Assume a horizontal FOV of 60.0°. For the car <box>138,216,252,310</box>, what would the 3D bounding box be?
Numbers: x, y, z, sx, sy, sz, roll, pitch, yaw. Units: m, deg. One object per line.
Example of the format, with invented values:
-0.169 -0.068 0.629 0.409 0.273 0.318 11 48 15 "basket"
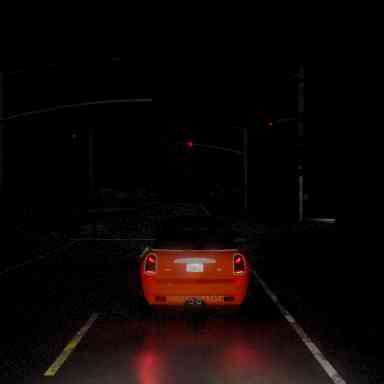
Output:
0.058 1.352 7.974 2.097 1.767 4.553 0 0 0 "car"
